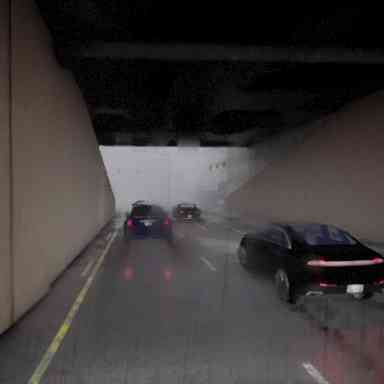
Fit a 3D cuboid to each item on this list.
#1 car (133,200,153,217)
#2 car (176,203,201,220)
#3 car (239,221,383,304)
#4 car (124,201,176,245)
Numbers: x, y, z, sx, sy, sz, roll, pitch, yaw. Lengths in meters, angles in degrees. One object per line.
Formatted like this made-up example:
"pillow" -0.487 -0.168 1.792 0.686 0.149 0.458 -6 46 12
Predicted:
"car" -4.847 1.582 32.627 1.812 1.442 4.674 -1 -1 -10
"car" -0.541 1.615 28.135 1.895 1.301 4.718 -1 0 -9
"car" 2.537 1.471 8.182 2.128 1.511 4.902 -1 0 -7
"car" -2.162 1.376 16.109 2.097 1.767 4.553 -1 0 -9
